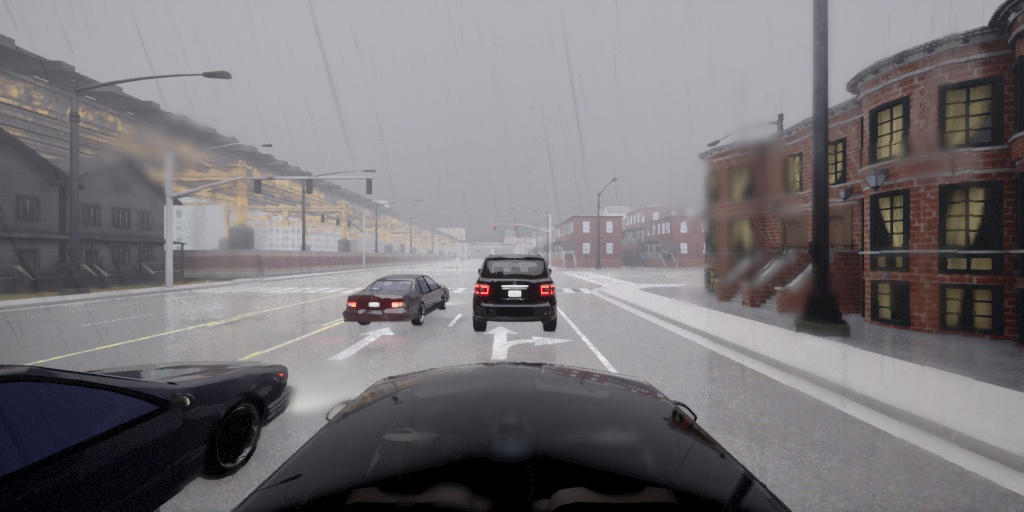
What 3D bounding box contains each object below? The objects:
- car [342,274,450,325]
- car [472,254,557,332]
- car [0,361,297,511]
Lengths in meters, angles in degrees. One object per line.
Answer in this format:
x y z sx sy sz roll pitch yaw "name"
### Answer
-3.441 1.297 11.728 2.033 1.411 5.357 0 0 2 "car"
0.084 0.971 11.046 2.150 2.045 5.566 0 0 0 "car"
-3.388 1.297 1.656 2.033 1.411 5.357 0 0 -1 "car"
